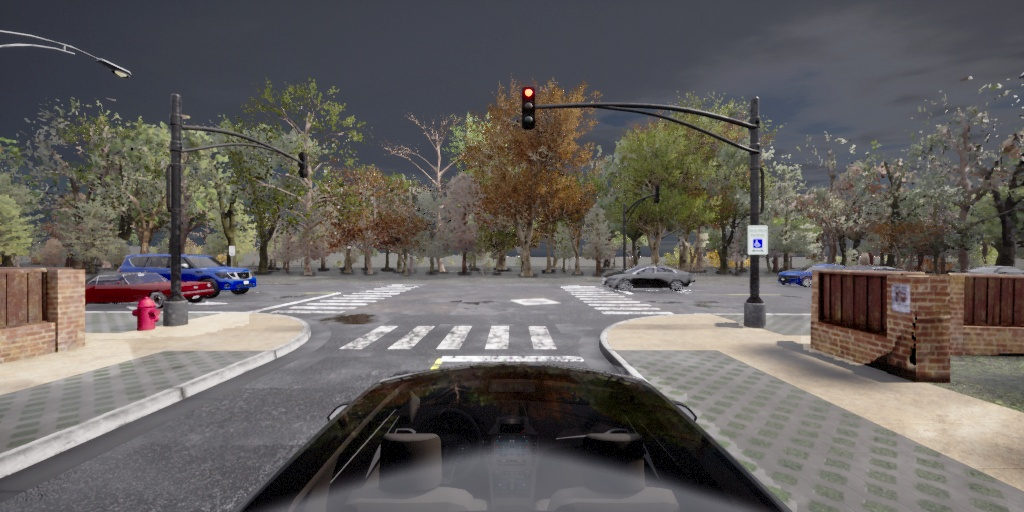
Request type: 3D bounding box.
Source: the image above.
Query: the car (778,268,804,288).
[{"bbox_3d":[20.639,1.311,24.010,5.008,1.535,1.882,0,0,0],"label":"car"}]

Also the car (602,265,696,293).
[{"bbox_3d":[7.748,1.277,20.747,4.902,1.511,2.128,0,0,0],"label":"car"}]

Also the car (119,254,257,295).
[{"bbox_3d":[-15.562,0.916,17.262,5.566,2.045,2.150,0,0,0],"label":"car"}]

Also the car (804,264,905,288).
[{"bbox_3d":[20.359,1.322,20.761,4.902,1.511,2.128,0,0,0],"label":"car"}]

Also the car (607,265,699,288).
[{"bbox_3d":[9.338,1.343,23.998,5.357,1.411,2.033,0,0,0],"label":"car"}]

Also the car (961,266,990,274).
[{"bbox_3d":[32.082,1.395,24.014,4.674,1.442,1.812,0,0,0],"label":"car"}]

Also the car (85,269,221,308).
[{"bbox_3d":[-14.636,1.295,14.012,4.718,1.301,1.895,0,0,-3],"label":"car"}]

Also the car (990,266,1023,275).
[{"bbox_3d":[31.735,1.357,20.766,4.902,1.511,2.128,0,0,0],"label":"car"}]
